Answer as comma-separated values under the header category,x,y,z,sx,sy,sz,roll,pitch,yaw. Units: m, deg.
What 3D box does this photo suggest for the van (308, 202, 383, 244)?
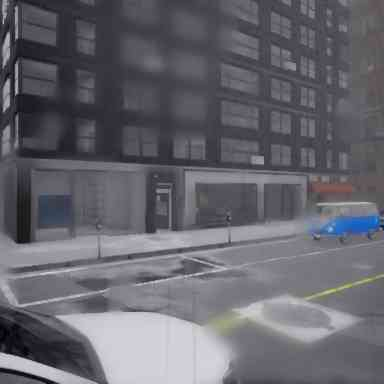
category,x,y,z,sx,sy,sz,roll,pitch,yaw
van,7.074,1.341,15.444,3.998,1.788,1.690,0,0,-36

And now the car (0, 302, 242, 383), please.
category,x,y,z,sx,sy,sz,roll,pitch,yaw
car,-1.704,1.525,2.218,4.674,1.442,1.812,0,0,-35
